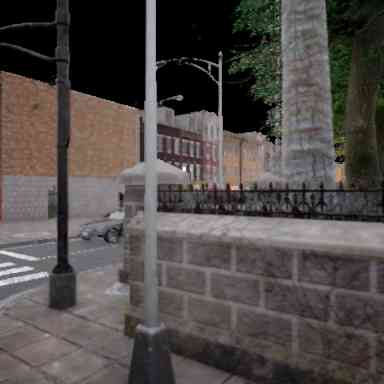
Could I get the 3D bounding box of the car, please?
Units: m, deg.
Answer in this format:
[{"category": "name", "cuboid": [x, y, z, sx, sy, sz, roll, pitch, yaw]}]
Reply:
[{"category": "car", "cuboid": [-3.370, 1.553, 16.401, 1.812, 1.442, 4.674, 0, 0, 34]}]
